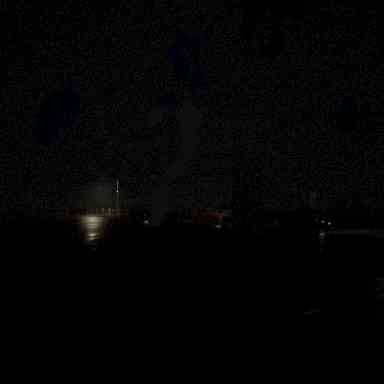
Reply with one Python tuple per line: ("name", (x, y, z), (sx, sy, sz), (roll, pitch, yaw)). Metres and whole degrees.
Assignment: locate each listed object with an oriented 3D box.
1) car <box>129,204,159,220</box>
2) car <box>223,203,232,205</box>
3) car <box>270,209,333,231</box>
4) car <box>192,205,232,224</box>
("car", (-6.740, 2.689, 46.010), (2.150, 2.045, 5.566), (1, -1, -35))
("car", (4.227, 2.207, 35.688), (2.150, 2.045, 5.566), (1, -3, -36))
("car", (8.135, 2.038, 25.050), (1.837, 1.490, 4.892), (1, -3, -35))
("car", (1.920, 2.402, 33.819), (1.882, 1.535, 5.008), (1, -3, -35))
